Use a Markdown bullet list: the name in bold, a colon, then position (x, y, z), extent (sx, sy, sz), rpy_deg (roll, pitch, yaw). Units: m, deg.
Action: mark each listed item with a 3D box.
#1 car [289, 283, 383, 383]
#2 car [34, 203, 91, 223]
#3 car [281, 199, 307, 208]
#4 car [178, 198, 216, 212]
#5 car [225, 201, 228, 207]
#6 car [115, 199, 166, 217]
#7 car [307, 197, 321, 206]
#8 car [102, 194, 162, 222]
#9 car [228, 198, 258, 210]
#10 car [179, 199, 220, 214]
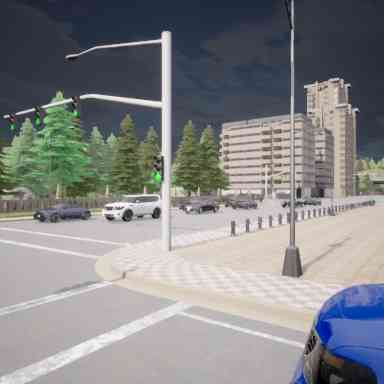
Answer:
- **car**: position (3.350, 1.221, 1.577), extent (5.566, 2.045, 2.150), rpy_deg (0, 0, 36)
- **car**: position (-9.950, 1.564, 25.771), extent (1.994, 1.385, 4.181), rpy_deg (0, 0, 35)
- **car**: position (14.431, 1.601, 47.576), extent (1.895, 1.301, 4.718), rpy_deg (0, 0, 35)
- **car**: position (0.688, 1.547, 40.689), extent (2.033, 1.411, 5.357), rpy_deg (0, 0, 36)
- **car**: position (6.511, 1.564, 48.799), extent (1.994, 1.385, 4.181), rpy_deg (0, 0, 36)
- **car**: position (-4.988, 1.491, 32.732), extent (2.128, 1.511, 4.902), rpy_deg (0, 0, 35)
- **car**: position (20.214, 1.564, 55.688), extent (1.994, 1.385, 4.181), rpy_deg (0, 0, 35)
- **car**: position (-4.657, 1.221, 27.166), extent (2.150, 2.045, 5.566), rpy_deg (0, 0, 35)
- **car**: position (6.931, 1.564, 43.390), extent (1.994, 1.385, 4.181), rpy_deg (0, 0, 36)
- **car**: position (1.106, 1.491, 35.247), extent (2.128, 1.511, 4.902), rpy_deg (0, 0, 36)
